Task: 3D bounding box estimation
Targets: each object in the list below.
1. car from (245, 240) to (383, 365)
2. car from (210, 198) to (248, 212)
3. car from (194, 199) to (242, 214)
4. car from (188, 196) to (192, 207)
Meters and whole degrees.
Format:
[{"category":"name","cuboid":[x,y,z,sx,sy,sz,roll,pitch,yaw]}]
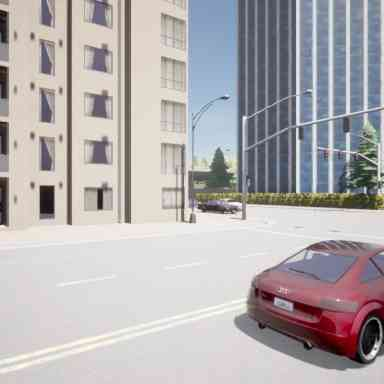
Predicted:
[{"category":"car","cuboid":[2.947,1.564,5.877,4.181,1.385,1.994,0,0,-35]},{"category":"car","cuboid":[4.303,1.526,39.488,1.812,1.442,4.674,0,0,-35]},{"category":"car","cuboid":[2.698,1.547,35.625,2.033,1.411,5.357,0,0,-35]},{"category":"car","cuboid":[-0.833,1.353,46.877,2.097,1.767,4.553,0,0,-35]}]
